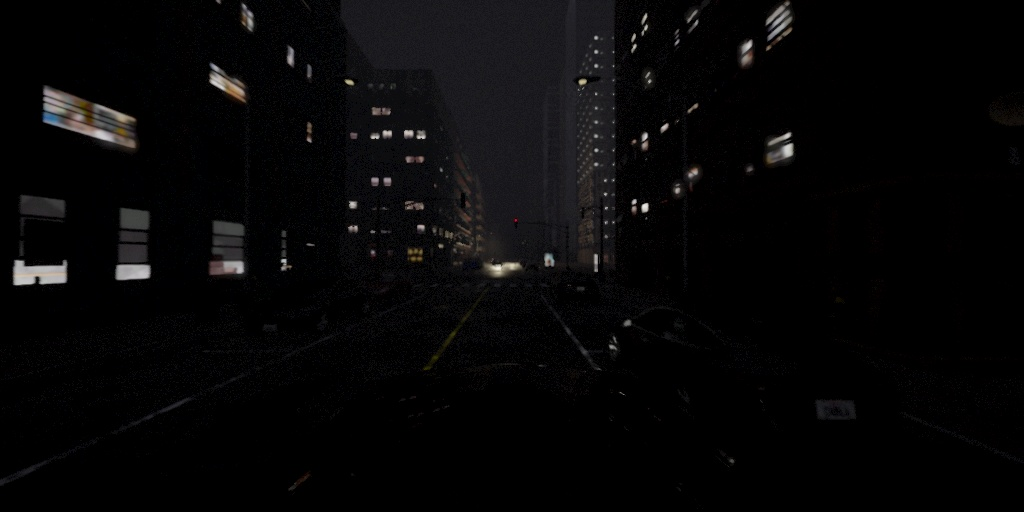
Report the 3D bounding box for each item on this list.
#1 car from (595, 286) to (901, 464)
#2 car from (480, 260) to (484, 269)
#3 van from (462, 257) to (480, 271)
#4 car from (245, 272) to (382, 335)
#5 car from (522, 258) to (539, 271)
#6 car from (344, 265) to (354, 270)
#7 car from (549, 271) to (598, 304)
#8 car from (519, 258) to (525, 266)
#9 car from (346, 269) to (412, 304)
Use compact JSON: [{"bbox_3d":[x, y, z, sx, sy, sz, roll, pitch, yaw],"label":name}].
[{"bbox_3d":[2.691,1.316,5.065,1.948,1.339,4.313,0,0,0],"label":"car"},{"bbox_3d":[-5.704,1.082,54.044,2.192,1.841,5.009,0,0,0],"label":"car"},{"bbox_3d":[-5.703,1.104,48.516,1.690,1.789,3.998,0,0,0],"label":"van"},{"bbox_3d":[-5.691,1.315,10.598,1.948,1.339,4.313,0,0,0],"label":"car"},{"bbox_3d":[2.678,1.347,48.517,1.802,1.307,4.207,0,0,0],"label":"car"},{"bbox_3d":[-18.804,1.104,37.338,4.313,1.339,1.948,0,0,0],"label":"car"},{"bbox_3d":[2.688,1.317,16.112,1.948,1.339,4.313,0,0,0],"label":"car"},{"bbox_3d":[2.675,1.211,59.573,1.967,1.591,4.097,0,0,0],"label":"car"},{"bbox_3d":[-5.693,1.332,16.122,1.802,1.307,4.207,0,0,0],"label":"car"}]
